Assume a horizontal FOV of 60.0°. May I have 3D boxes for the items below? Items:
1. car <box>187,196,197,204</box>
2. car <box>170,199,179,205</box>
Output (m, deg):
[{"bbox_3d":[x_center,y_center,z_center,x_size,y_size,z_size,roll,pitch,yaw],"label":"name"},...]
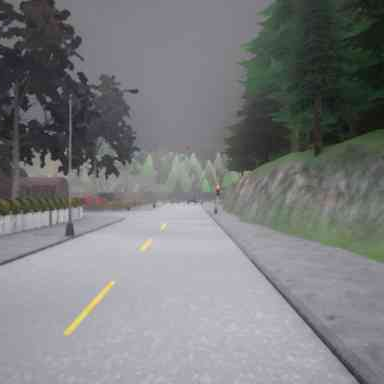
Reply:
[{"bbox_3d":[-0.055,1.895,81.486,2.150,2.045,5.566,0,-1,0],"label":"car"},{"bbox_3d":[-4.054,2.284,79.042,1.994,1.385,4.181,0,-1,0],"label":"car"}]
